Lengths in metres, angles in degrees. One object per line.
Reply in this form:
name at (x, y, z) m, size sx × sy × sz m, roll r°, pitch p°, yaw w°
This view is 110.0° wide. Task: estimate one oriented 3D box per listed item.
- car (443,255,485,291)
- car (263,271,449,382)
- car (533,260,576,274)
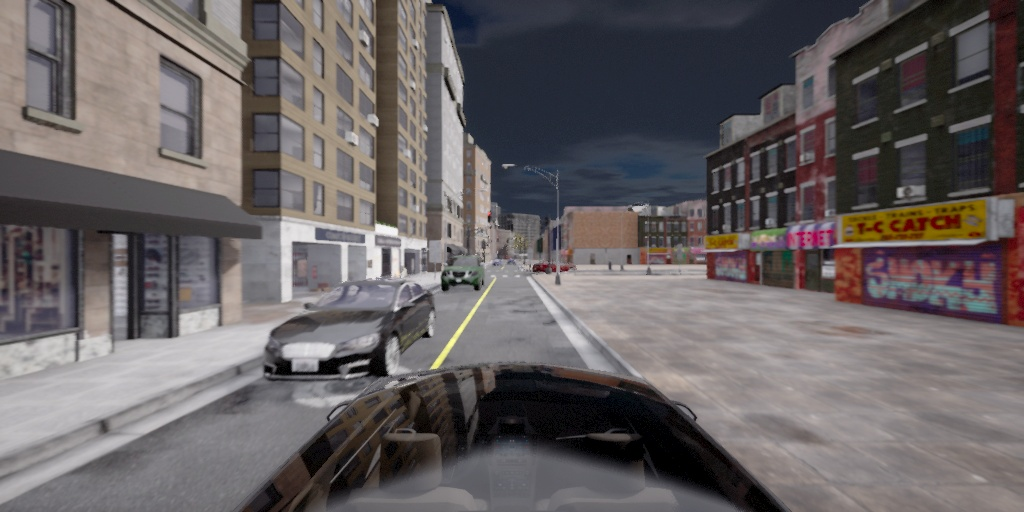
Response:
car at (-2.878, 0.971, 22.185) m, size 2.150 × 2.045 × 5.566 m, roll 0°, pitch 0°, yaw 0°
car at (-2.857, 1.243, 7.406) m, size 2.128 × 1.511 × 4.902 m, roll 0°, pitch 0°, yaw 0°
car at (4.738, 1.203, 39.441) m, size 5.008 × 1.535 × 1.882 m, roll 0°, pitch -2°, yaw -26°
